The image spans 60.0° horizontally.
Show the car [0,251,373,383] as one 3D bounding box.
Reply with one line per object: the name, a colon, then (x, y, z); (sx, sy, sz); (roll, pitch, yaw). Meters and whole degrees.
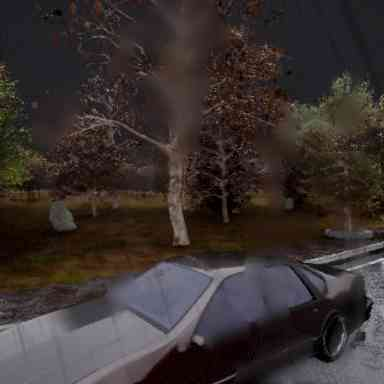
car: (0.307, 1.560, 4.327); (5.357, 1.411, 2.033); (0, 0, -37)
